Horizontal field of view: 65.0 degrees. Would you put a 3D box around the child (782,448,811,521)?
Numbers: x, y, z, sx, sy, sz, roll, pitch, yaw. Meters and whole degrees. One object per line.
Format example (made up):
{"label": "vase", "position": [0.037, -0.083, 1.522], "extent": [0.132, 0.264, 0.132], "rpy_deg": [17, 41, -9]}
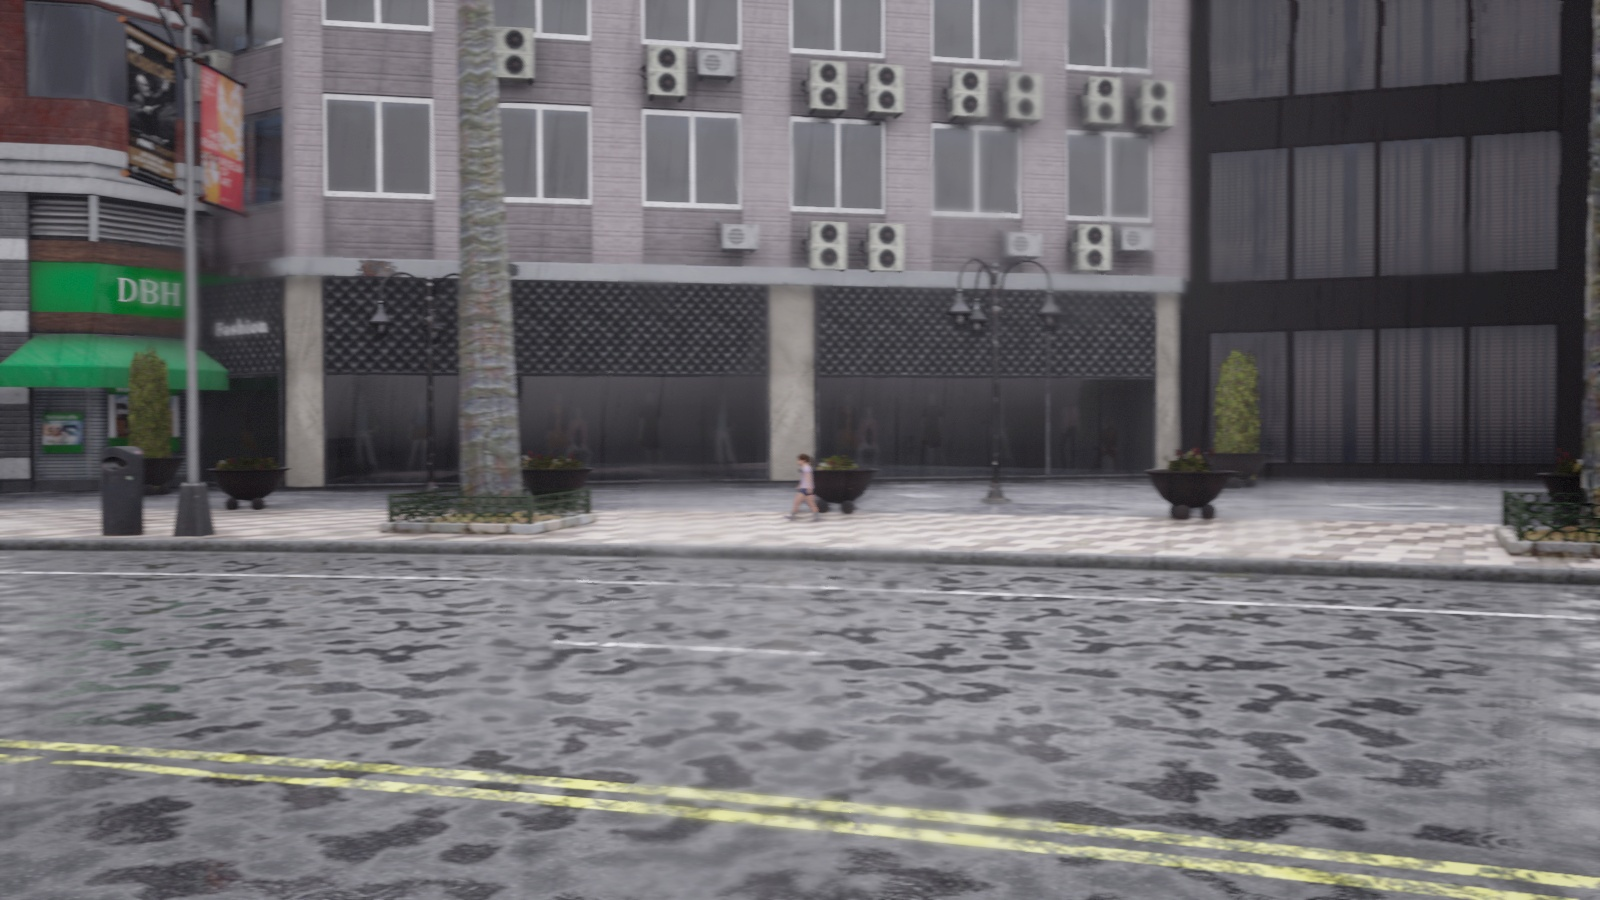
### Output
{"label": "child", "position": [-0.048, 0.533, 19.333], "extent": [0.394, 1.110, 0.255], "rpy_deg": [0, 1, 13]}
